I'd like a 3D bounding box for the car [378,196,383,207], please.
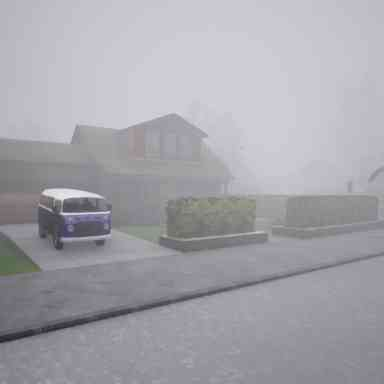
[{"bbox_3d":[24.632,0.986,41.423,3.866,1.878,1.905,0,0,-1],"label":"car"}]
